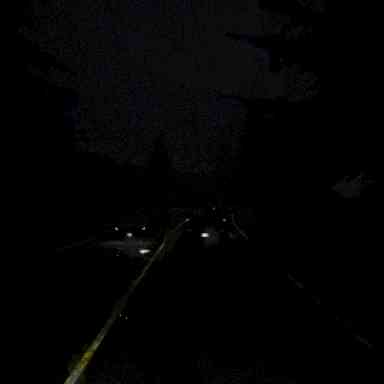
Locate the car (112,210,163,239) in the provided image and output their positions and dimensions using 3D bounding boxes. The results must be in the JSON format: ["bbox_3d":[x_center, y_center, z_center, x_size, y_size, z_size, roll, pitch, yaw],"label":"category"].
[{"bbox_3d":[-2.861,1.721,18.820,2.033,1.411,5.357,0,-1,4],"label":"car"}]

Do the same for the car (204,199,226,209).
[{"bbox_3d":[2.404,1.675,34.269,2.097,1.767,4.553,0,-1,7],"label":"car"}]

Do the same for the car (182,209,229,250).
[{"bbox_3d":[0.637,1.708,15.233,1.994,1.385,4.181,0,-1,3],"label":"car"}]

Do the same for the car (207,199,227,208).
[{"bbox_3d":[4.511,2.034,59.027,1.882,1.535,5.008,0,-1,25],"label":"car"}]
